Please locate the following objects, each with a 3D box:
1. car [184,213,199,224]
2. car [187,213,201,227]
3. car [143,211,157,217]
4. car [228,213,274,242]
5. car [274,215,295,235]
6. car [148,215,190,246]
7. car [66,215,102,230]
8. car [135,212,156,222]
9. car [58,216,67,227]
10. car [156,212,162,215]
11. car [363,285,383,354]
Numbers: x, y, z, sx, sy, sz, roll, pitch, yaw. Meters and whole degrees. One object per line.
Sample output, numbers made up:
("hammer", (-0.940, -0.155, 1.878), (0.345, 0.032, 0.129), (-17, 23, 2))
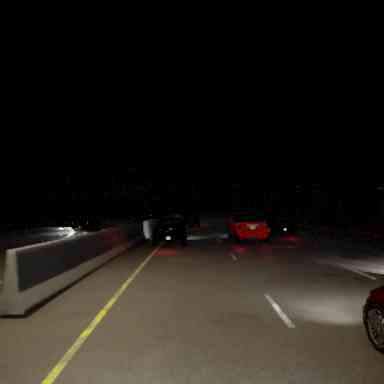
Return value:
("car", (-0.029, 3.943, 50.641), (2.128, 1.511, 4.902), (0, -3, 2))
("car", (0.011, 3.323, 39.457), (1.882, 1.535, 5.008), (0, -3, 1))
("car", (-10.064, 5.387, 80.267), (1.994, 1.385, 4.181), (-1, -3, 13))
("car", (3.587, 2.239, 21.786), (2.097, 1.767, 4.553), (0, -3, 0))
("car", (7.083, 2.713, 27.714), (1.837, 1.490, 4.892), (0, -3, 0))
("car", (-1.237, 2.280, 19.697), (1.837, 1.490, 4.892), (0, -3, 0))
("car", (-10.617, 3.131, 33.650), (1.895, 1.301, 4.718), (0, -3, 0))
("car", (-7.069, 3.909, 48.984), (2.033, 1.411, 5.357), (0, -3, 1))
("car", (-14.110, 3.395, 39.203), (1.994, 1.385, 4.181), (0, -3, 0))
("car", (-7.976, 5.187, 74.198), (1.837, 1.490, 4.892), (-1, -3, 11))
("car", (3.597, 1.573, 3.309), (1.812, 1.442, 4.674), (0, -1, 0))
